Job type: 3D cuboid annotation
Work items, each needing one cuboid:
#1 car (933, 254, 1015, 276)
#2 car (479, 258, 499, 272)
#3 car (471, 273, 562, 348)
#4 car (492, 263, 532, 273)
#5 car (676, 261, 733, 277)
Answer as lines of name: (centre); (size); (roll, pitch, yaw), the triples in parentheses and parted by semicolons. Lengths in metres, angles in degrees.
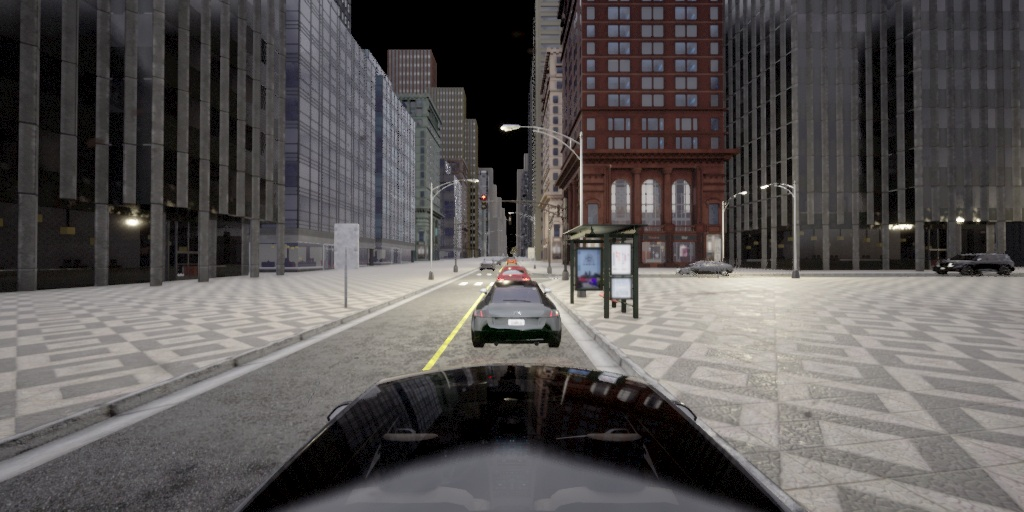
car: (42.648, 0.805, 33.172); (5.566, 2.045, 2.150); (0, -1, 1)
car: (-3.116, 1.237, 45.884); (2.033, 1.411, 5.357); (0, 0, 0)
car: (0.095, 1.314, 9.270); (1.994, 1.385, 4.181); (0, 0, 0)
car: (0.110, 1.268, 19.104); (1.812, 1.442, 4.674); (0, 0, 1)
car: (17.796, 1.168, 33.235); (4.902, 1.511, 2.128); (0, -1, 0)
